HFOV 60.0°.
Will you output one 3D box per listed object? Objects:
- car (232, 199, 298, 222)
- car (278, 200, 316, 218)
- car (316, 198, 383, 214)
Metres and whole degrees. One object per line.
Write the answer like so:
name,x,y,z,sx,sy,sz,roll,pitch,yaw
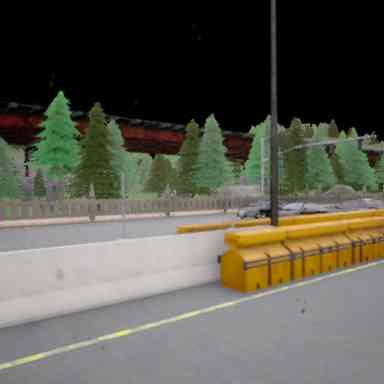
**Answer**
car,5.585,1.335,25.280,4.902,1.511,2.128,-1,0,-35
car,7.104,1.374,22.066,4.674,1.442,1.812,0,0,-35
car,9.762,1.193,19.662,4.553,1.767,2.097,-1,0,-35
